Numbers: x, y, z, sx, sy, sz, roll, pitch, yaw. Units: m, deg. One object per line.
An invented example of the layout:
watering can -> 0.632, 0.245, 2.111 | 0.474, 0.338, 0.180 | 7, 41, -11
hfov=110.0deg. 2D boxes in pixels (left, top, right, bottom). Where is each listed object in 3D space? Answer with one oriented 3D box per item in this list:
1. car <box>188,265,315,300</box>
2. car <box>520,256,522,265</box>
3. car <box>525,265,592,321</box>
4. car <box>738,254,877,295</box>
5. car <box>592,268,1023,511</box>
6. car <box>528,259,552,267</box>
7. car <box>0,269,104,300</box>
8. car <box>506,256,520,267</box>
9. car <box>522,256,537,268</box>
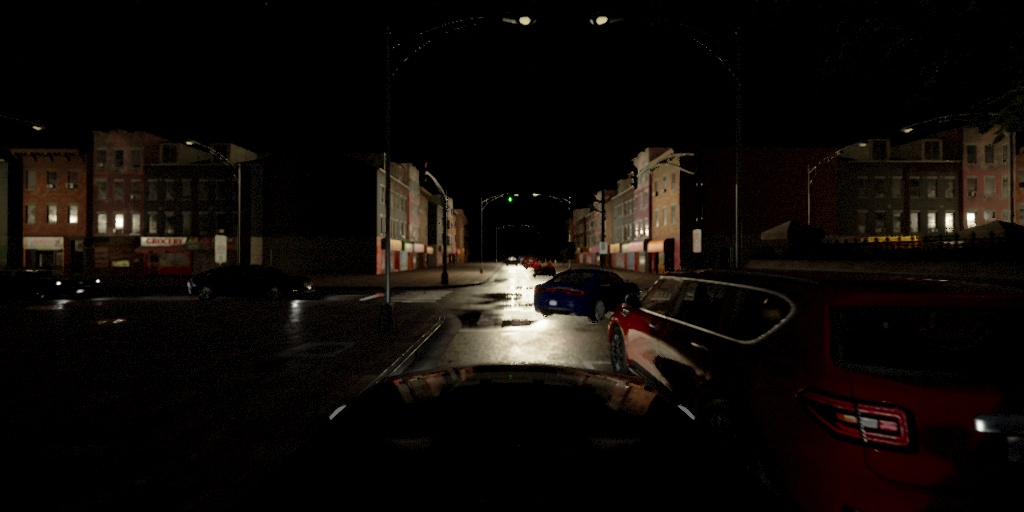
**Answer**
car -> -11.329, 1.146, 15.777 | 4.892, 1.490, 1.837 | 0, 0, 0
car -> 2.629, 0.842, 52.387 | 2.192, 1.841, 5.009 | 0, 0, 0
car -> 2.724, 1.165, 12.170 | 1.882, 1.535, 5.008 | 0, 0, 39
car -> 15.324, 0.924, 18.830 | 5.566, 2.045, 2.150 | 0, 0, 0
car -> 2.638, 1.051, 4.210 | 2.192, 1.841, 5.009 | 0, 0, 0
car -> 2.633, 1.153, 30.639 | 1.888, 1.381, 4.507 | 0, 0, 0
car -> -21.143, 1.230, 15.740 | 4.718, 1.301, 1.895 | 0, 0, 0
car -> -0.001, 0.995, 60.575 | 2.128, 1.511, 4.902 | 0, 0, 0
car -> 2.630, 1.091, 46.950 | 1.888, 1.381, 4.507 | 0, 0, 0
